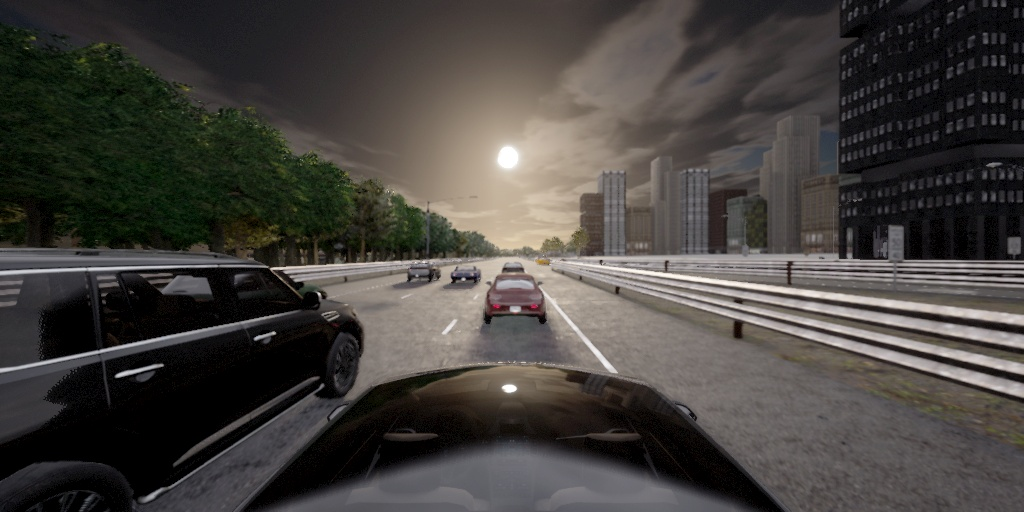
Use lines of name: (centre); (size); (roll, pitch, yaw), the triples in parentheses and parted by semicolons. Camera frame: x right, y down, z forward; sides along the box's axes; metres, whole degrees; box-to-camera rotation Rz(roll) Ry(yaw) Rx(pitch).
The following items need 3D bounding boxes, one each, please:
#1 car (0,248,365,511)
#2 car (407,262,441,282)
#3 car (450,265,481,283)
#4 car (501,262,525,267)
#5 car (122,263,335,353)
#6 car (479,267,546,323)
car: (-3.402, 0.972, 3.324); (2.150, 2.045, 5.566); (0, 0, 0)
car: (-6.901, 1.223, 28.553); (2.128, 1.511, 4.902); (0, 0, 0)
car: (-3.403, 1.334, 27.423); (1.895, 1.301, 4.718); (0, 0, 0)
car: (0.099, 1.205, 30.209); (1.882, 1.535, 5.008); (0, 0, 0)
car: (-6.902, 1.102, 9.587); (2.097, 1.767, 4.553); (0, 0, 0)
car: (0.087, 1.274, 12.041); (1.812, 1.442, 4.674); (0, 0, 0)
